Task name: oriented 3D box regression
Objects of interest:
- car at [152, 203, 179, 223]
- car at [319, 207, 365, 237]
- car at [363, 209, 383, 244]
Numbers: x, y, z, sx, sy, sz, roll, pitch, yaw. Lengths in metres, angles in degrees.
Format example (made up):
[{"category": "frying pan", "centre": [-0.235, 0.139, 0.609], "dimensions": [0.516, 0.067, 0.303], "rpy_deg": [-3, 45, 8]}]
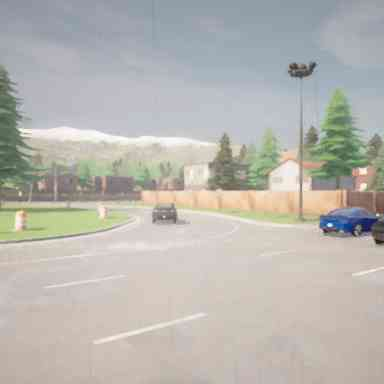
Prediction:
[{"category": "car", "centre": [-2.106, 1.588, 26.202], "dimensions": [2.128, 1.511, 4.902], "rpy_deg": [0, 0, -3]}, {"category": "car", "centre": [9.302, 1.611, 18.987], "dimensions": [5.008, 1.535, 1.882], "rpy_deg": [1, 0, -35]}, {"category": "car", "centre": [10.136, 1.627, 15.282], "dimensions": [4.892, 1.490, 1.837], "rpy_deg": [1, 0, -35]}]
